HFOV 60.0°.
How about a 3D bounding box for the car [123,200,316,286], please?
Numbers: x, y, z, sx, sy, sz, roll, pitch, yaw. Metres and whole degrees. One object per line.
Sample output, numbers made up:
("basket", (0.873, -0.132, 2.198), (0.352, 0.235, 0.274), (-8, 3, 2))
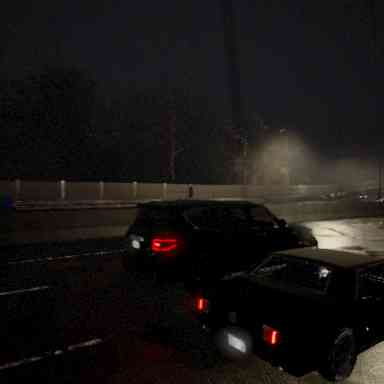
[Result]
("car", (0.975, 1.226, 8.742), (5.566, 2.045, 2.150), (0, 0, -36))

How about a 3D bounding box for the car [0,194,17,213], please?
("car", (-16.969, 1.218, 26.280), (5.566, 2.045, 2.150), (0, 0, -35))

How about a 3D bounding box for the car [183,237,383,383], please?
("car", (2.375, 1.605, 5.443), (4.718, 1.301, 1.895), (0, 0, -36))

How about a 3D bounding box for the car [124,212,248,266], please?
("car", (-0.134, 1.569, 12.248), (4.181, 1.385, 1.994), (0, 0, -36))
